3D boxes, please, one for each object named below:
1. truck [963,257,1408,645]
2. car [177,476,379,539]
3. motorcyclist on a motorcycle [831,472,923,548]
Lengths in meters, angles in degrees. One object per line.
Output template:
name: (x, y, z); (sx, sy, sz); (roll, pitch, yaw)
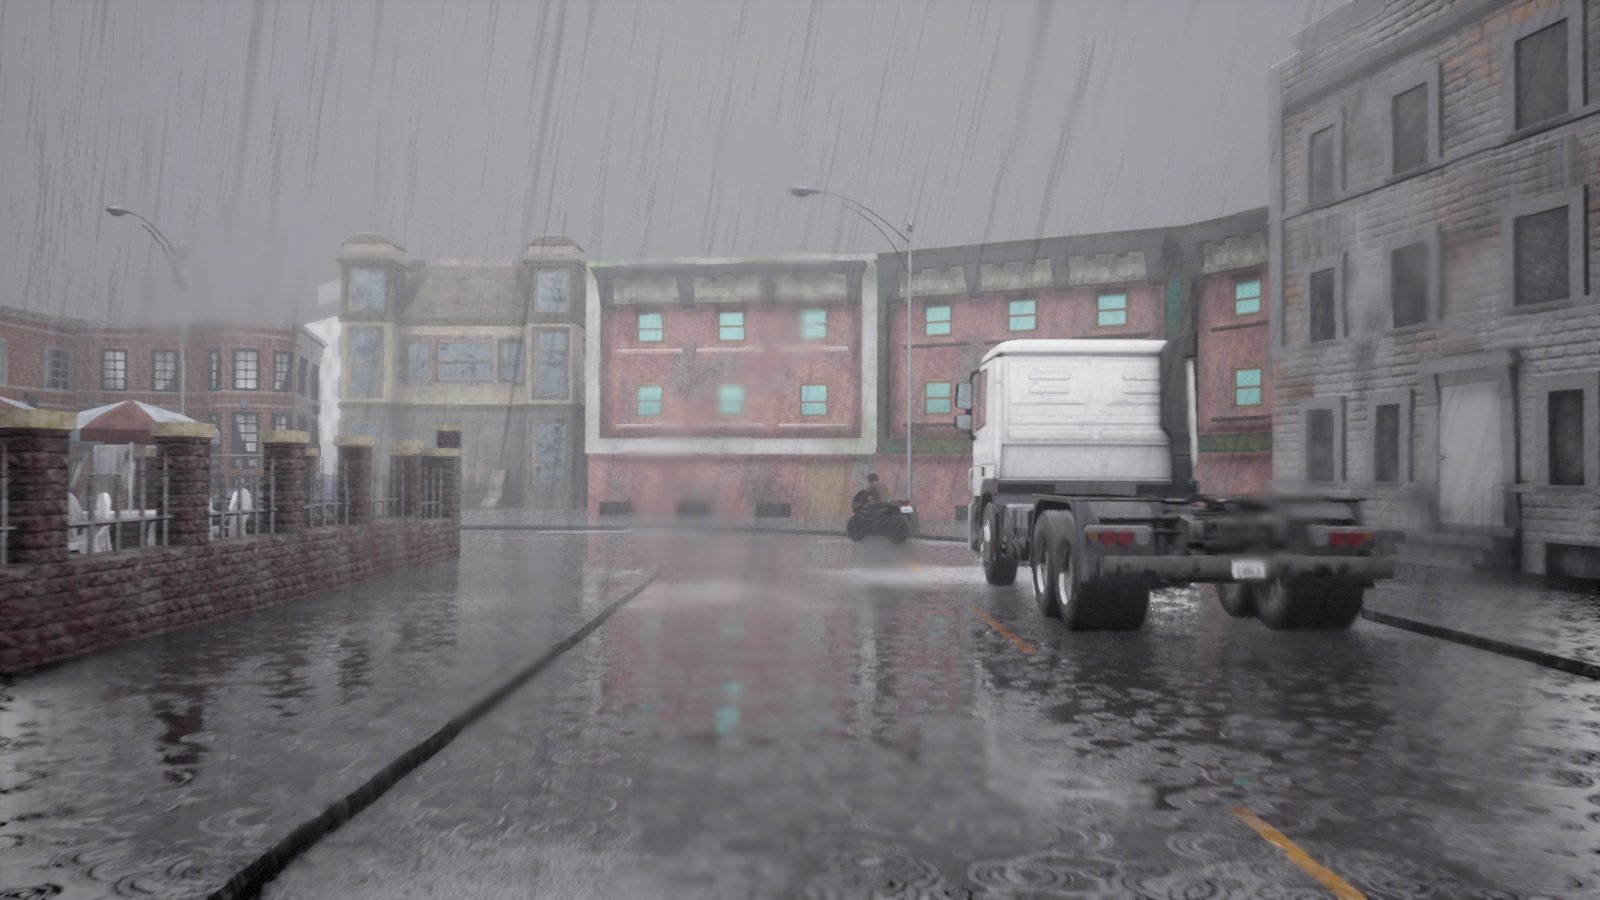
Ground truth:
truck: (3.959, 0.071, 15.191); (2.891, 3.462, 7.936); (0, -1, 0)
car: (-12.728, 1.395, 30.805); (4.193, 1.474, 1.816); (0, -1, 0)
motorcyclist on a motorcycle: (1.623, 1.240, 26.755); (0.797, 1.523, 2.044); (-2, 0, -35)
